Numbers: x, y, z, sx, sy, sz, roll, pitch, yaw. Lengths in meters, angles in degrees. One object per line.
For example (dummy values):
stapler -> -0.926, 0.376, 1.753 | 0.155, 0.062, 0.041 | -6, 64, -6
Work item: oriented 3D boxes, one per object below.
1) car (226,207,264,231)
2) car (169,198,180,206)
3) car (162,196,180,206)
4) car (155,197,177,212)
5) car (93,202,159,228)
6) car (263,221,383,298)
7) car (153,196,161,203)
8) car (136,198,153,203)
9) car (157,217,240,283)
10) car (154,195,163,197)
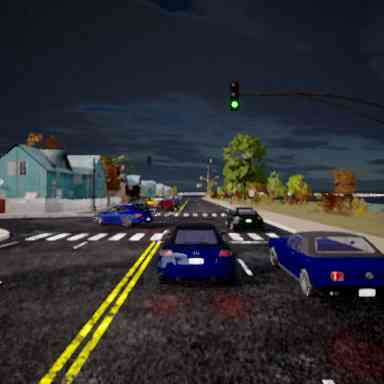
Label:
car -> 3.347, 1.683, 21.630 | 1.994, 1.385, 4.181 | 0, 0, 0
car -> -3.257, 1.867, 63.939 | 1.882, 1.535, 5.008 | 0, 0, 0
car -> -3.328, 1.810, 53.574 | 2.128, 1.511, 4.902 | 0, 0, 0
car -> -3.340, 1.731, 43.656 | 1.882, 1.535, 5.008 | 0, 0, 1
car -> -4.893, 1.652, 23.404 | 4.674, 1.442, 1.812 | 0, -1, 32
car -> 3.349, 1.646, 8.574 | 1.895, 1.301, 4.718 | 0, 0, 0
car -> -6.578, 1.791, 52.776 | 1.882, 1.535, 5.008 | 0, 0, 0
car -> -6.595, 1.810, 42.538 | 1.994, 1.385, 4.181 | 0, 0, 0
car -> 0.100, 1.616, 9.856 | 1.994, 1.385, 4.181 | 0, 0, 0
car -> -6.506, 1.607, 63.410 | 2.150, 2.045, 5.566 | 0, 0, 0
